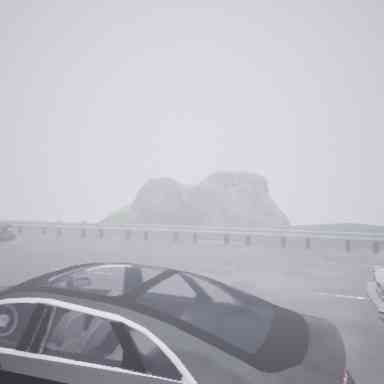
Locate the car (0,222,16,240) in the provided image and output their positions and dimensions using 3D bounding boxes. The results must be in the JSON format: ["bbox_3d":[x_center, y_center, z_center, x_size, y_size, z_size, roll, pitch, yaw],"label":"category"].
[{"bbox_3d":[-9.785,1.547,13.364,5.357,1.411,2.033,0,0,16],"label":"car"}]

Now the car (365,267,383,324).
[{"bbox_3d":[5.091,1.601,4.629,4.718,1.301,1.895,0,0,21],"label":"car"}]

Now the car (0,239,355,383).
[{"bbox_3d":[-1.103,1.492,3.178,4.902,1.511,2.128,0,0,20],"label":"car"}]
